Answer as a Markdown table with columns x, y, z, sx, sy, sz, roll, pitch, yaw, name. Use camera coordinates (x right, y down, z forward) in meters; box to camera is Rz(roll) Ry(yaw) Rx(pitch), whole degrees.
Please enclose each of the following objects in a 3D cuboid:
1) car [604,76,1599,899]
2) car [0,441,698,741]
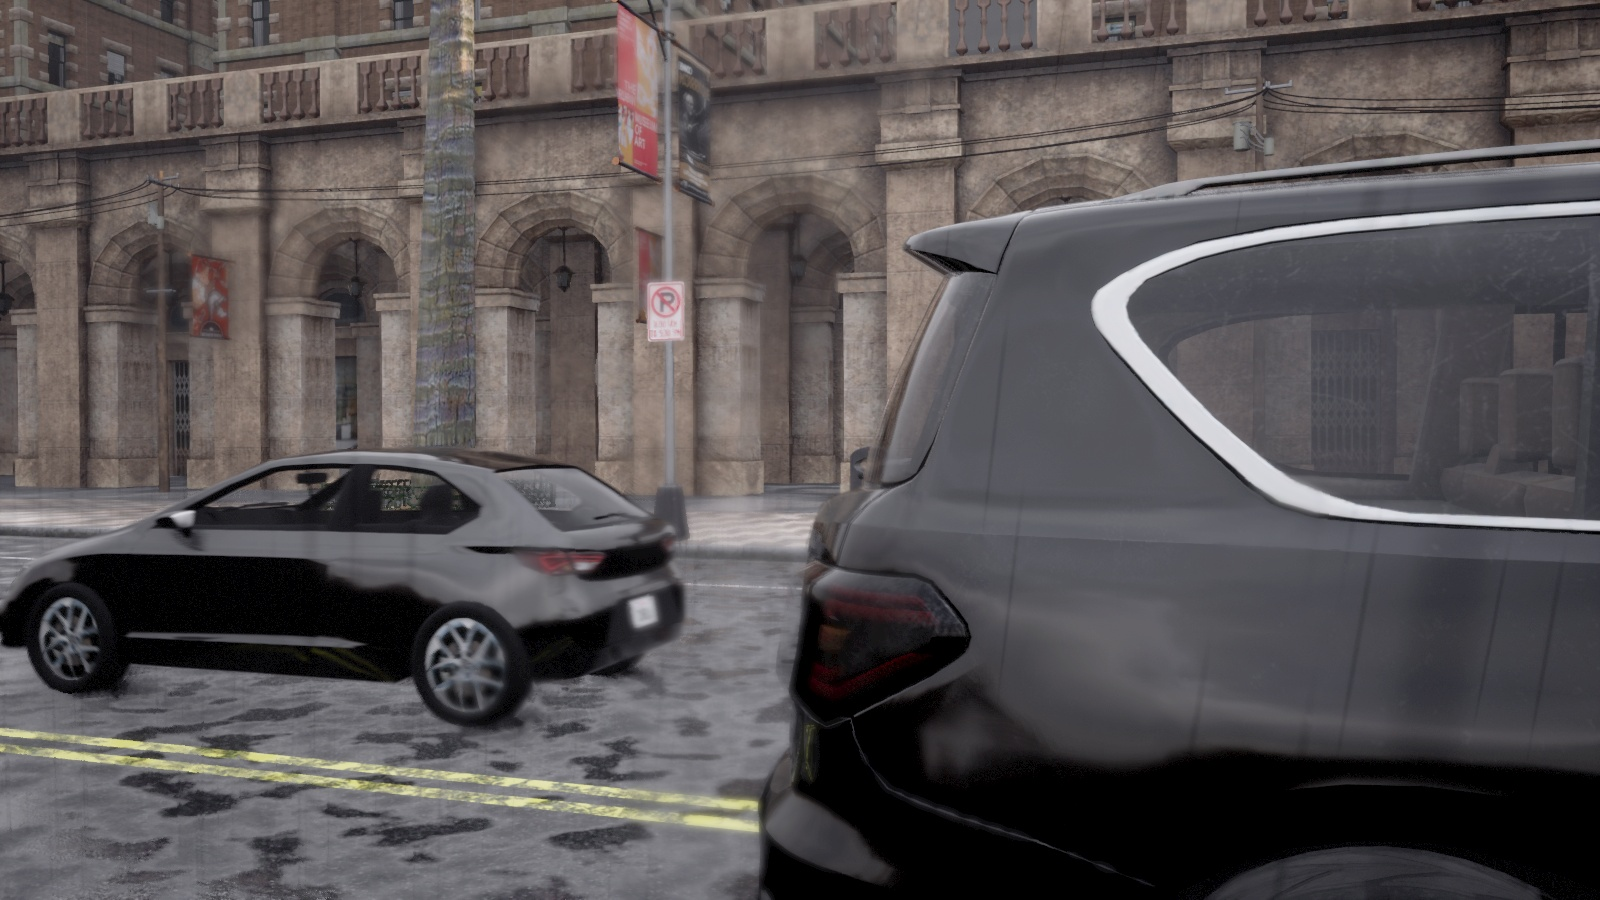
| x | y | z | sx | sy | sz | roll | pitch | yaw | name |
| --- | --- | --- | --- | --- | --- | --- | --- | --- | --- |
| 2.642 | 0.519 | 2.301 | 5.566 | 2.045 | 2.150 | 1 | 1 | 19 | car |
| -2.931 | 0.703 | 7.872 | 4.193 | 1.474 | 1.816 | 1 | 1 | 19 | car |
